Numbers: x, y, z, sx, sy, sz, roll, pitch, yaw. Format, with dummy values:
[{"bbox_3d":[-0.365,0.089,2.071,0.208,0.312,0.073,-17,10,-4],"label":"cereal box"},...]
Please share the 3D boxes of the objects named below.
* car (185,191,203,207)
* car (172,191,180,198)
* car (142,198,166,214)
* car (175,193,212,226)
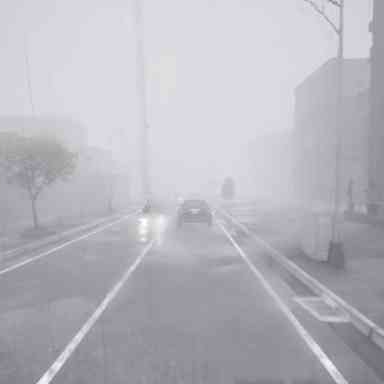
[{"bbox_3d":[0.234,0.844,42.300,2.097,1.767,4.553,0,1,0],"label":"car"},{"bbox_3d":[-3.222,0.518,71.492,1.994,1.385,4.181,0,1,0],"label":"car"},{"bbox_3d":[-3.495,1.292,31.094,1.895,1.301,4.718,0,1,0],"label":"car"},{"bbox_3d":[0.170,1.185,21.905,2.097,1.767,4.553,0,1,0],"label":"car"}]
